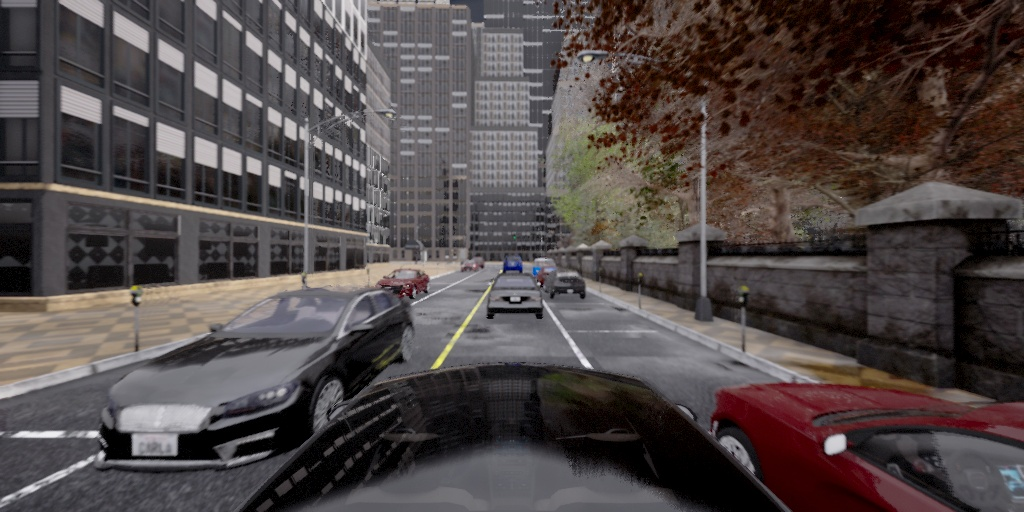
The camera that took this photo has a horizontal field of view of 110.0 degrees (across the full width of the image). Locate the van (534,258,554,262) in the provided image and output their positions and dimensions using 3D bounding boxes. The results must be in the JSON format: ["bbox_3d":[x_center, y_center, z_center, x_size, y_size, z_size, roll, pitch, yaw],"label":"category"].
[{"bbox_3d":[2.551,1.102,29.060,1.690,1.789,3.998,0,0,0],"label":"van"}]

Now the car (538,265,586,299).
[{"bbox_3d":[2.557,1.308,17.968,2.007,1.370,4.403,0,0,0],"label":"car"}]

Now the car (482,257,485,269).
[{"bbox_3d":[-5.413,1.077,56.780,2.192,1.841,5.009,0,0,0],"label":"car"}]

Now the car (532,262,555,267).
[{"bbox_3d":[2.554,1.305,23.514,1.888,1.381,4.507,0,0,0],"label":"car"}]

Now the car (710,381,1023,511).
[{"bbox_3d":[2.566,1.295,1.333,1.888,1.381,4.507,0,0,0],"label":"car"}]

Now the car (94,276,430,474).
[{"bbox_3d":[-2.843,1.243,5.308,2.128,1.511,4.902,0,0,0],"label":"car"}]

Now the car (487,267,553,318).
[{"bbox_3d":[0.094,1.303,12.945,2.033,1.411,5.357,0,0,0],"label":"car"}]

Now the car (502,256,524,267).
[{"bbox_3d":[0.082,0.984,39.587,2.150,2.045,5.566,0,0,0],"label":"car"}]

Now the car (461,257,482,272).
[{"bbox_3d":[-5.337,1.203,45.693,1.967,1.591,4.097,0,0,0],"label":"car"}]

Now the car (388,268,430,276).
[{"bbox_3d":[-5.323,1.303,17.967,1.888,1.381,4.507,0,0,0],"label":"car"}]
